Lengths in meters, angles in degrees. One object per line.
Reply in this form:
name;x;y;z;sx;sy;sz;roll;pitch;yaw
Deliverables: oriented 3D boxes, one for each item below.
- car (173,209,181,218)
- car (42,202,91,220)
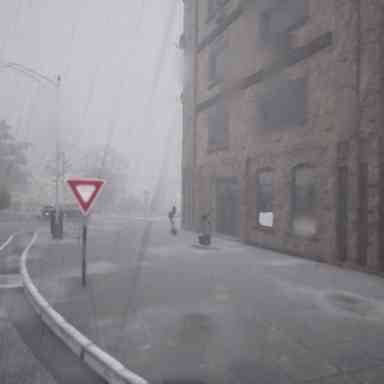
car;-0.824;3.198;49.095;2.033;1.411;5.357;1;-4;32
car;-11.075;1.703;29.752;1.837;1.490;4.892;0;-3;22
